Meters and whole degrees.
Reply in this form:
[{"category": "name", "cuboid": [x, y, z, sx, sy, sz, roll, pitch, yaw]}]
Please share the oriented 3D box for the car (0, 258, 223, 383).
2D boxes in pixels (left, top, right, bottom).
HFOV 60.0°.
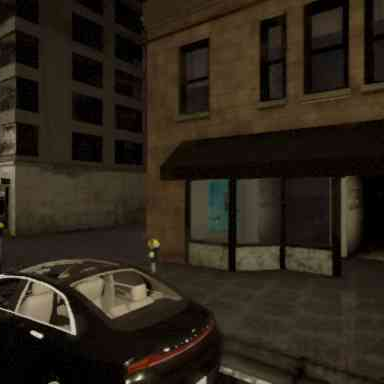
[{"category": "car", "cuboid": [-1.722, 1.554, 4.308, 4.403, 1.369, 2.008, 0, 0, 36]}]
